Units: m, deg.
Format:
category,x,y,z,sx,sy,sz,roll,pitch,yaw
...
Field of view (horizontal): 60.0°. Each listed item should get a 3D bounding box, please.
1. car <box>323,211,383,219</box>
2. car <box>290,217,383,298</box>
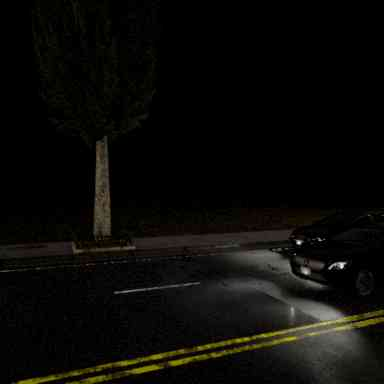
category,x,y,z,sx,sy,sz,roll,pitch,yaw
car,5.950,1.503,12.458,4.892,1.490,1.837,0,0,-23
car,4.723,1.525,8.428,4.674,1.442,1.812,0,0,-23
